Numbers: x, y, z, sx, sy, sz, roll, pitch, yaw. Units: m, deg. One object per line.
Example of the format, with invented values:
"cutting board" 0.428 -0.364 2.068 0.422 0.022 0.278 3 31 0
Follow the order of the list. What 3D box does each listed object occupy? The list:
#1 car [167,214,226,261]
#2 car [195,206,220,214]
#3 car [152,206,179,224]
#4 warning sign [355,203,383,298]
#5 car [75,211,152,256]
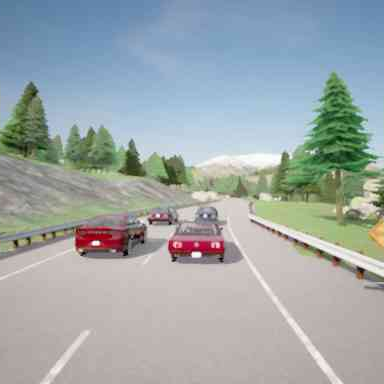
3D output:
"car" 0.265 1.736 12.785 1.895 1.301 4.718 0 -1 3
"car" 1.210 1.827 26.751 2.033 1.411 5.357 0 -1 6
"car" -2.278 1.831 27.057 2.033 1.411 5.357 0 -1 6
"warning sign" 4.433 1.192 7.196 1.300 1.860 1.060 0 -1 1
"car" -3.170 1.624 13.915 1.882 1.535 5.008 0 0 3
